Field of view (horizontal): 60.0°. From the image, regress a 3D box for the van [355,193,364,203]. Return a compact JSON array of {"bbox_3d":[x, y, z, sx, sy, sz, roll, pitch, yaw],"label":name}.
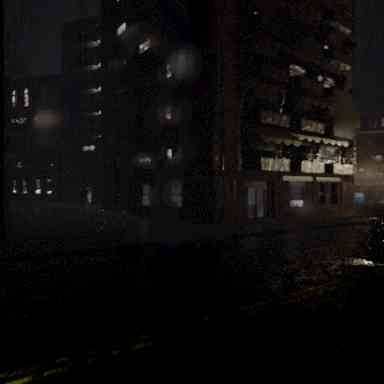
[{"bbox_3d":[30.304,1.053,62.755,3.998,1.788,1.690,1,0,21],"label":"van"}]
